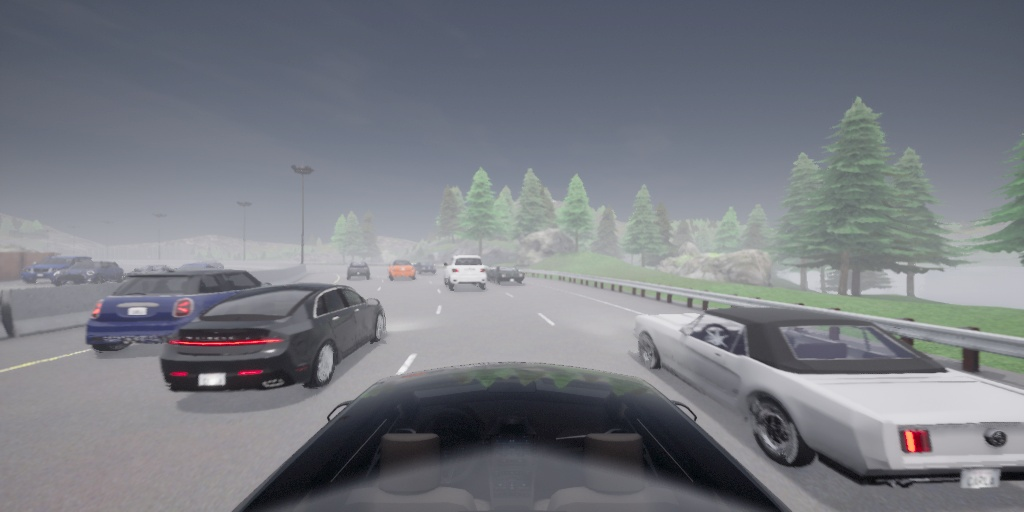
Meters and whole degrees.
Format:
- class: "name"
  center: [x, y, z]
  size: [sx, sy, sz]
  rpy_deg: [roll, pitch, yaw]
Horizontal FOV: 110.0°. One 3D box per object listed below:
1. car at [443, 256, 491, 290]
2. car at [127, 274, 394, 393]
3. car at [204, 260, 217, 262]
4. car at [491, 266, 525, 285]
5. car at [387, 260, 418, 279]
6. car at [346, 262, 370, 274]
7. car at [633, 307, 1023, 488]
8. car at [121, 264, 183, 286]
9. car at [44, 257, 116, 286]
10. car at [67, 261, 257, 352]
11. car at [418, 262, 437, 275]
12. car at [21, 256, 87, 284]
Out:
- class: "car"
  center: [-3.105, 1.002, 22.986]
  size: [2.150, 2.045, 5.566]
  rpy_deg: [0, 0, -15]
- class: "car"
  center: [-3.857, 1.264, 6.803]
  size: [1.837, 1.490, 4.892]
  rpy_deg: [0, 0, -4]
- class: "car"
  center: [-22.552, 1.275, 25.567]
  size: [1.882, 1.535, 5.008]
  rpy_deg: [0, 0, -22]
- class: "car"
  center: [-0.635, 1.386, 26.957]
  size: [1.895, 1.301, 4.718]
  rpy_deg: [0, 0, -17]
- class: "car"
  center: [-10.064, 1.150, 32.324]
  size: [2.097, 1.767, 4.553]
  rpy_deg: [0, 0, -22]
- class: "car"
  center: [-14.182, 1.293, 33.056]
  size: [2.128, 1.511, 4.902]
  rpy_deg: [0, 0, -24]
- class: "car"
  center: [3.351, 1.353, 4.855]
  size: [1.895, 1.301, 4.718]
  rpy_deg: [0, 0, -3]
- class: "car"
  center: [-26.992, 1.367, 27.074]
  size: [1.994, 1.385, 4.181]
  rpy_deg: [0, 0, -25]
- class: "car"
  center: [-30.216, 1.155, 25.758]
  size: [2.097, 1.767, 4.553]
  rpy_deg: [0, 0, -26]
- class: "car"
  center: [-7.596, 1.117, 9.190]
  size: [2.097, 1.767, 4.553]
  rpy_deg: [0, 0, -6]
- class: "car"
  center: [-10.213, 1.357, 40.938]
  size: [2.033, 1.411, 5.357]
  rpy_deg: [0, 0, -30]
- class: "car"
  center: [-35.250, 1.034, 28.168]
  size: [2.150, 2.045, 5.566]
  rpy_deg: [0, 0, -29]
